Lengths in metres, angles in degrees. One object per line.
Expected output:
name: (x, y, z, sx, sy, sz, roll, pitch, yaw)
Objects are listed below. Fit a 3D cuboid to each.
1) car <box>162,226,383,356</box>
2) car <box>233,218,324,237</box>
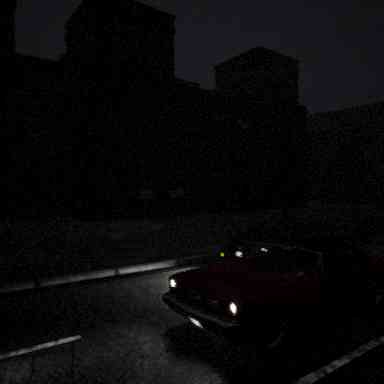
car: (1.842, 1.579, 6.160, 4.718, 1.301, 1.895, 0, 0, -36)
car: (2.909, 1.525, 10.415, 4.181, 1.385, 1.994, 0, 0, -36)
